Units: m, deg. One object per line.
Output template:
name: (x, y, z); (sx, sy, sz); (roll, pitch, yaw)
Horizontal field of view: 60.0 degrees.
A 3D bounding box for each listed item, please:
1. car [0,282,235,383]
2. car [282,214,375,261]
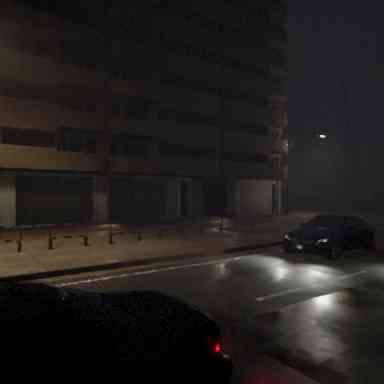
car: (-2.138, 1.546, 2.472); (5.357, 1.411, 2.033); (0, 0, -36)
car: (5.361, 1.578, 12.677); (4.674, 1.442, 1.812); (0, 0, -41)
